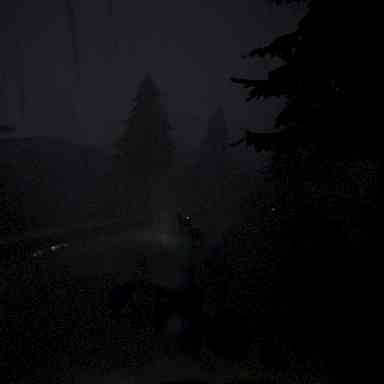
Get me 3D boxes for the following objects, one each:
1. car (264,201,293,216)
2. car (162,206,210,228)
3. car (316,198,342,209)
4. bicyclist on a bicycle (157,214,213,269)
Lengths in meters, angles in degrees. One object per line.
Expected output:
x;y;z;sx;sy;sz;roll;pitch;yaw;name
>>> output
8.408;1.563;32.067;1.994;1.385;4.181;0;0;29;car
-0.303;1.600;21.765;1.895;1.301;4.718;0;0;17;car
18.385;1.491;44.597;4.902;1.511;2.128;0;0;-44;car
-0.230;1.450;9.661;1.656;1.620;0.582;-2;0;8;bicyclist on a bicycle
